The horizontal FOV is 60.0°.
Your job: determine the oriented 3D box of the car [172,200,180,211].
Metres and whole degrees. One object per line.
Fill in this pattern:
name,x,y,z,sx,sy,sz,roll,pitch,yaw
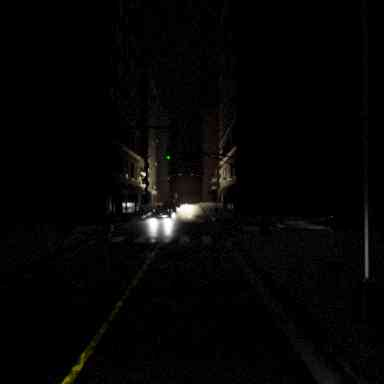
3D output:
car,-3.071,1.999,46.097,2.128,1.511,4.902,0,-1,0

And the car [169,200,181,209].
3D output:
car,-3.038,2.181,59.389,1.812,1.442,4.674,0,-1,1

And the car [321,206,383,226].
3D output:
car,12.129,1.782,24.845,4.674,1.442,1.812,0,-1,0

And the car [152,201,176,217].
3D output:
car,-3.089,1.993,35.775,1.895,1.301,4.718,0,-1,1

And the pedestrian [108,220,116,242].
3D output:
pedestrian,-3.827,1.848,16.076,0.500,1.100,0.500,0,-1,0
